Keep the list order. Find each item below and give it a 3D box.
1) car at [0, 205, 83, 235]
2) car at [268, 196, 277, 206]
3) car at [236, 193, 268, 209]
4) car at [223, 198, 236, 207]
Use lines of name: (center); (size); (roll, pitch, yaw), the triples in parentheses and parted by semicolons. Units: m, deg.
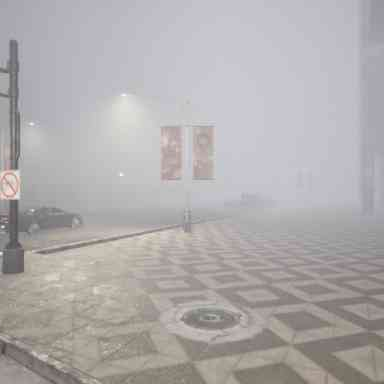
car: (-8.399, 1.501, 18.895); (1.837, 1.490, 4.892); (0, 0, 26)
car: (12.817, 1.448, 55.095); (2.128, 1.511, 4.902); (0, 0, 26)
car: (8.297, 1.188, 45.768); (2.150, 2.045, 5.566); (0, 0, 27)
car: (6.248, 1.570, 48.988); (1.895, 1.301, 4.718); (0, 0, 27)
